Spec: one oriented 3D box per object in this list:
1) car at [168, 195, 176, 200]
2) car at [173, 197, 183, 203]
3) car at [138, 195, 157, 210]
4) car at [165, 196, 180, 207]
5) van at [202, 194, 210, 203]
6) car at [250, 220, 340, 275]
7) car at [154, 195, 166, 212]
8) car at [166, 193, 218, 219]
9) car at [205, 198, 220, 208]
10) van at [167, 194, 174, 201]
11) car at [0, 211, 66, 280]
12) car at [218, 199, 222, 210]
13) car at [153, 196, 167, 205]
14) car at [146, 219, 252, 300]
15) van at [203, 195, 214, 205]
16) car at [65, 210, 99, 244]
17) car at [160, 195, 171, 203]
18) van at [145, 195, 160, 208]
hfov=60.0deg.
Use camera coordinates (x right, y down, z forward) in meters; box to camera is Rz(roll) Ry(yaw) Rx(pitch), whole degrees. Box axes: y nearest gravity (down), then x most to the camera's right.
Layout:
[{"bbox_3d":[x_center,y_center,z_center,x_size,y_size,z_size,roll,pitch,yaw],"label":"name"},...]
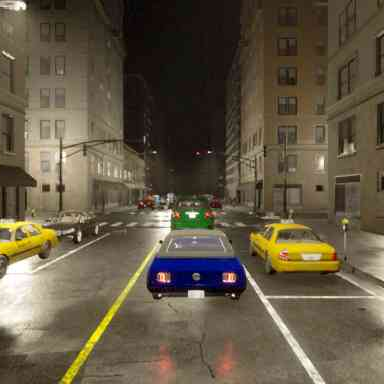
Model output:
[{"bbox_3d":[-5.577,1.589,91.947,2.008,1.369,4.403,0,0,0],"label":"car"},{"bbox_3d":[-2.931,1.622,68.859,1.895,1.301,4.718,0,0,0],"label":"car"},{"bbox_3d":[-5.627,1.327,42.435,2.192,1.841,5.009,0,0,0],"label":"car"},{"bbox_3d":[-3.039,1.508,53.736,2.128,1.511,4.902,0,0,0],"label":"car"},{"bbox_3d":[2.926,1.368,69.933,1.690,1.788,3.998,0,0,0],"label":"van"},{"bbox_3d":[2.867,1.526,10.296,1.752,1.417,4.829,0,0,0],"label":"car"},{"bbox_3d":[-2.974,1.502,38.989,2.128,1.511,4.902,0,0,-3],"label":"car"},{"bbox_3d":[0.018,1.223,18.125,2.150,2.045,5.566,0,0,0],"label":"car"},{"bbox_3d":[2.904,1.581,47.927,1.947,1.339,4.313,0,0,0],"label":"car"},{"bbox_3d":[-5.583,1.376,86.447,1.690,1.788,3.998,0,0,0],"label":"van"},{"bbox_3d":[-5.659,1.526,9.966,1.752,1.417,4.829,0,0,0],"label":"car"},{"bbox_3d":[2.899,1.557,42.426,1.887,1.381,4.507,0,0,0],"label":"car"},{"bbox_3d":[-5.611,1.461,58.939,1.967,1.590,4.097,0,0,0],"label":"car"},{"bbox_3d":[0.091,1.601,8.358,1.895,1.301,4.718,0,0,0],"label":"car"},{"bbox_3d":[2.915,1.362,58.930,1.690,1.788,3.998,0,0,0],"label":"van"},{"bbox_3d":[-5.653,1.552,15.661,2.008,1.369,4.403,0,0,0],"label":"car"},{"bbox_3d":[-5.599,1.467,69.942,1.967,1.590,4.097,0,0,0],"label":"car"},{"bbox_3d":[-5.622,1.356,47.936,1.690,1.788,3.998,0,0,0],"label":"van"}]
